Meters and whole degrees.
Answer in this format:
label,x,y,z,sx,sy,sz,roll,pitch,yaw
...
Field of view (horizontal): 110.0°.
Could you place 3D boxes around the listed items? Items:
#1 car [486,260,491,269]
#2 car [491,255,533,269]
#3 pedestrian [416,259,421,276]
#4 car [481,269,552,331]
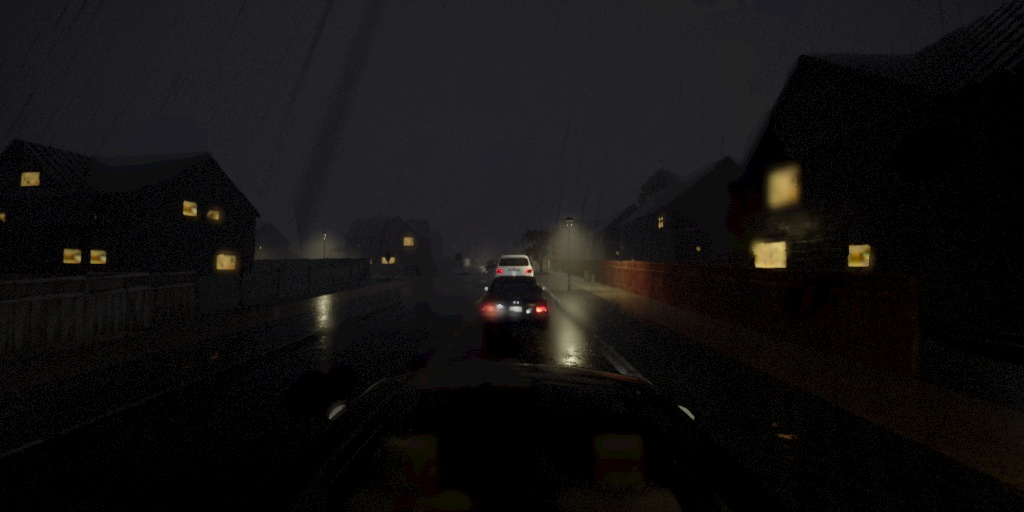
label,x,y,z,sx,sy,sz,roll,pitch,yaw
car,-2.862,1.292,53.499,1.882,1.535,5.008,0,0,0
car,0.071,0.969,21.440,2.150,2.045,5.566,0,0,-1
pedestrian,-9.932,1.198,37.963,0.375,1.860,0.375,0,-2,5
car,0.094,1.292,10.885,2.033,1.411,5.357,0,0,0
